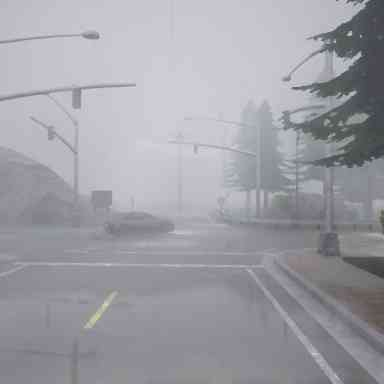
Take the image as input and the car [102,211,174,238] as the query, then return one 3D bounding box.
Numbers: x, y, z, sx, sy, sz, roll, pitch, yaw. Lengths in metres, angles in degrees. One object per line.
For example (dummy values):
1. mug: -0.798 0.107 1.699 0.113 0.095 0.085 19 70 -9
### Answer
1. car: -3.153 1.847 19.801 4.181 1.385 1.994 0 -1 -34
